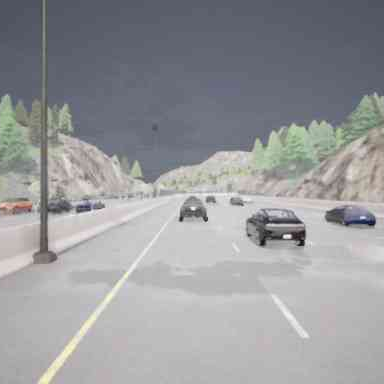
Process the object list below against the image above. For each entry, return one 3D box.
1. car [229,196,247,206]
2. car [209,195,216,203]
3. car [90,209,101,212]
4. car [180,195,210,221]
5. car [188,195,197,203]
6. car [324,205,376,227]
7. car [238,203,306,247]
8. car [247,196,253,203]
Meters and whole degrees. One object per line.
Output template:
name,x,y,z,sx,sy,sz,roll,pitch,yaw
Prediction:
car,6.970,1.464,52.737,2.033,1.411,5.357,0,0,1
car,3.584,1.394,65.274,1.837,1.490,4.892,0,0,0
car,-10.570,1.522,34.845,1.895,1.301,4.718,0,0,0
car,0.098,1.303,27.167,2.097,1.767,4.553,0,0,0
car,0.083,1.388,65.364,1.837,1.490,4.892,0,0,0
car,10.599,1.541,22.624,1.994,1.385,4.181,0,0,0
car,3.602,1.471,14.980,2.128,1.511,4.902,0,0,0
car,10.584,1.427,64.538,1.812,1.442,4.674,0,0,0
